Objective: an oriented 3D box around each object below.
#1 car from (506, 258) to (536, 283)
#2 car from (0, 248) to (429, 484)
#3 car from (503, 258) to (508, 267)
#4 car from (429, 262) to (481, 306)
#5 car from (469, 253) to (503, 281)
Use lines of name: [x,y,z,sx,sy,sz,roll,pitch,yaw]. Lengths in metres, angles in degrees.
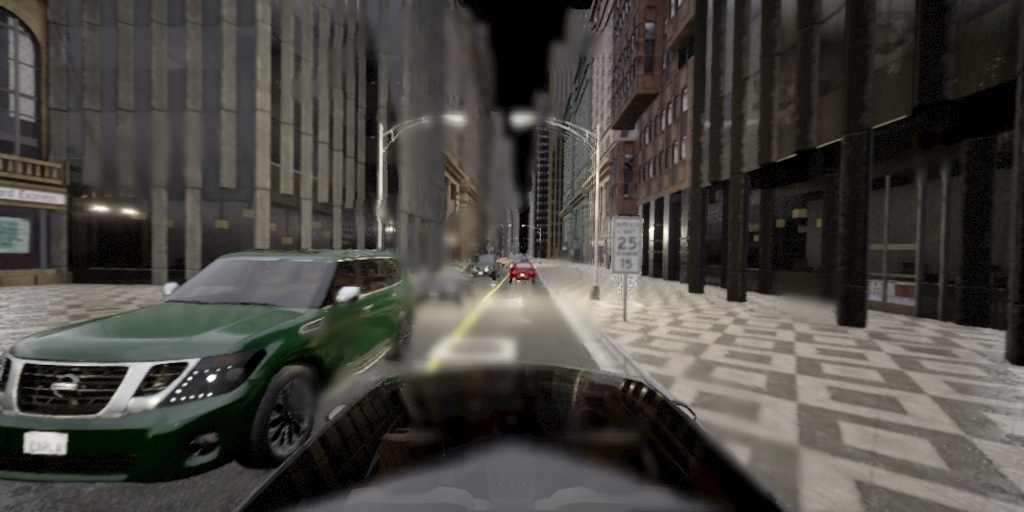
car: [0.822,1.166,27.239,1.882,1.535,5.008,1,0,2]
car: [-3.058,0.907,5.179,2.150,2.045,5.566,1,0,2]
car: [-1.353,0.965,50.618,1.882,1.535,5.008,1,0,2]
car: [-2.694,1.169,15.386,1.837,1.490,4.892,1,0,3]
car: [-2.186,0.841,29.148,2.150,2.045,5.566,1,1,2]
